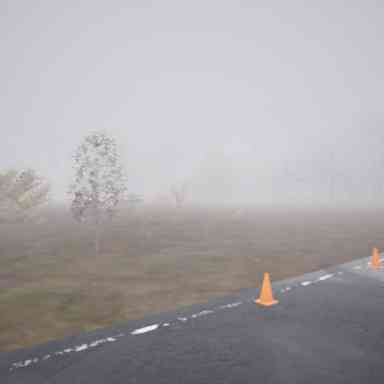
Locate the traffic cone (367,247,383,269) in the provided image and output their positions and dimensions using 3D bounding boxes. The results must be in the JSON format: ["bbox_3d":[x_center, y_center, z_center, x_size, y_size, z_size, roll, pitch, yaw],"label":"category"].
[{"bbox_3d":[5.406,1.920,9.796,0.340,0.580,0.340,0,0,-39],"label":"traffic cone"}]

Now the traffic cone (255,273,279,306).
[{"bbox_3d":[1.521,1.941,6.760,0.340,0.580,0.340,0,0,-37],"label":"traffic cone"}]
